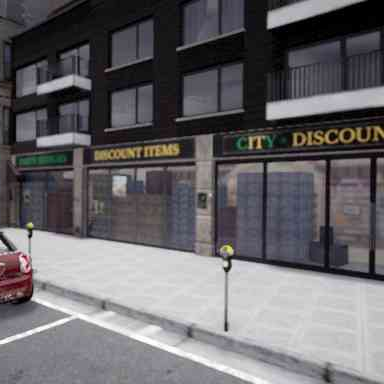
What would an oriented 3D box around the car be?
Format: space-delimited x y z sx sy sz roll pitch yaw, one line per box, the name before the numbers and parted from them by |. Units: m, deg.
car | -5.026 1.362 6.665 4.097 1.590 1.967 1 1 36
